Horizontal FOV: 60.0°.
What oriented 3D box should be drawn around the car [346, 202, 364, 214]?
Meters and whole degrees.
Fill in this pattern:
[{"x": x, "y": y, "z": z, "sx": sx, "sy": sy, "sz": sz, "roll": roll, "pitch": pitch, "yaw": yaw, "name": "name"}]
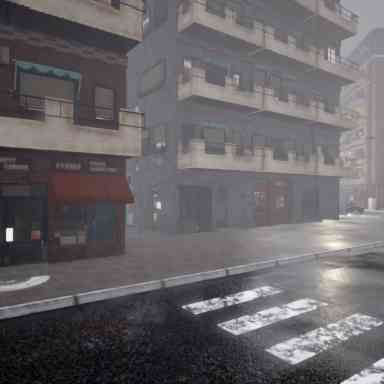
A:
[{"x": 18.028, "y": 1.790, "z": 38.296, "sx": 1.895, "sy": 1.301, "sz": 4.718, "roll": 0, "pitch": 0, "yaw": 5, "name": "car"}]
